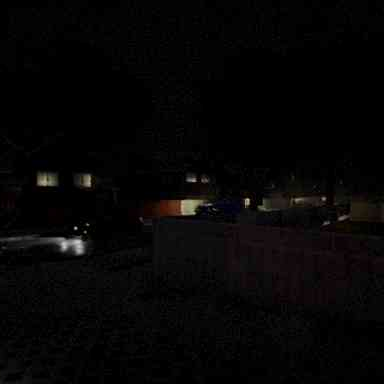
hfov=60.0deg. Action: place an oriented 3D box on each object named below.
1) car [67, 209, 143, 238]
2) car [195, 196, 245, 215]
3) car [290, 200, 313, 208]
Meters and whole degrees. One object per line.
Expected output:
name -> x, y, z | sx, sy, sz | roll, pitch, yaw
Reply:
car -> -4.616, 1.630, 18.134 | 1.994, 1.385, 4.181 | 0, 0, 35
car -> 2.468, 1.361, 28.096 | 2.150, 2.045, 5.566 | 0, 0, 35
car -> 15.168, 1.827, 45.793 | 2.033, 1.411, 5.357 | 0, 0, 35
